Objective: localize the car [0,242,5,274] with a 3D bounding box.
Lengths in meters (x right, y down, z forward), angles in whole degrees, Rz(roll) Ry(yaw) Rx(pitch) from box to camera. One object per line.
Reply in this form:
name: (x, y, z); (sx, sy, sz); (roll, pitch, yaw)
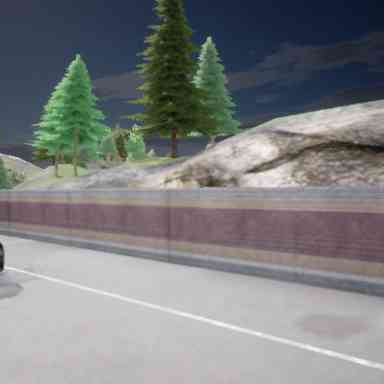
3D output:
car: (-6.841, 1.519, 8.922); (4.892, 1.490, 1.837); (0, 0, 36)
